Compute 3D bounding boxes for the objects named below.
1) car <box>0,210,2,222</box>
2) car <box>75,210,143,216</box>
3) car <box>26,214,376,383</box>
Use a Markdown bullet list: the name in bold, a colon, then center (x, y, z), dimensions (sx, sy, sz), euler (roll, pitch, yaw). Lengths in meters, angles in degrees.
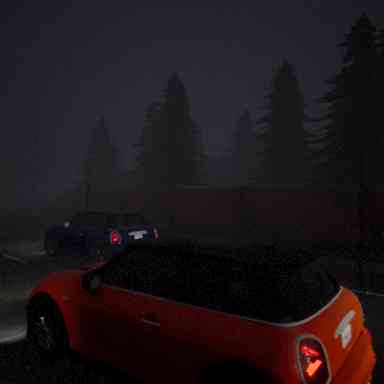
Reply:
- **car**: center (-16.087, 1.540, 25.918), dimensions (2.128, 1.511, 4.902), euler (0, 0, -36)
- **car**: center (-3.210, 1.380, 11.437), dimensions (4.553, 1.767, 2.097), euler (0, 0, 41)
- **car**: center (-0.237, 1.365, 4.409), dimensions (4.553, 1.767, 2.097), euler (0, 0, 37)
